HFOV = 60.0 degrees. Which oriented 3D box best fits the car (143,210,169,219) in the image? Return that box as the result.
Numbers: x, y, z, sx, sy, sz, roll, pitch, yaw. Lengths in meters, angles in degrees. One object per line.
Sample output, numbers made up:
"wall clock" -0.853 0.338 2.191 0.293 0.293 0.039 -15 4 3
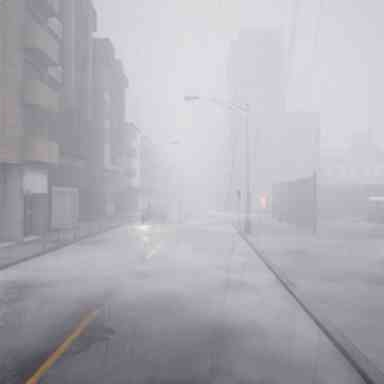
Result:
"car" -2.926 1.731 27.397 1.994 1.385 4.181 0 -1 2
